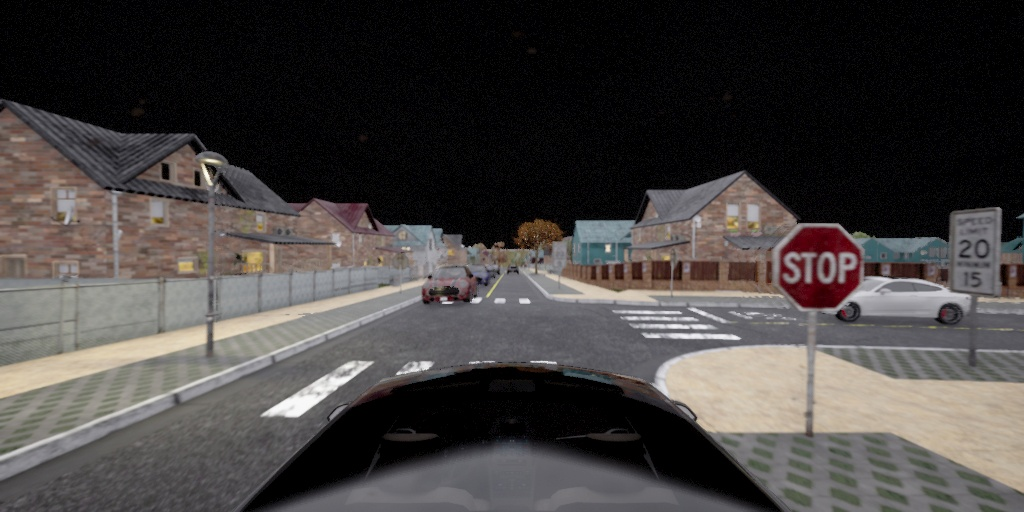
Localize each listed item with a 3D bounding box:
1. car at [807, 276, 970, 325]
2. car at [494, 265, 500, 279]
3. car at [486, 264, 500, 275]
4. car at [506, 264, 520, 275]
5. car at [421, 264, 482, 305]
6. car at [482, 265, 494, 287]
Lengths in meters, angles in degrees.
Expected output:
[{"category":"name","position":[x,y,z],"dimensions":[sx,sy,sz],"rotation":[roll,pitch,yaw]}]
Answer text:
[{"category":"car","position":[12.591,1.426,12.282],"dimensions":[4.674,1.442,1.812],"rotation":[0,1,8]},{"category":"car","position":[-2.811,1.884,42.142],"dimensions":[2.033,1.411,5.357],"rotation":[0,-1,0]},{"category":"car","position":[-2.761,2.020,53.268],"dimensions":[1.882,1.535,5.008],"rotation":[0,-1,1]},{"category":"car","position":[0.140,2.083,55.117],"dimensions":[1.837,1.490,4.892],"rotation":[0,-1,0]},{"category":"car","position":[-2.867,1.268,17.250],"dimensions":[2.097,1.767,4.553],"rotation":[-2,-2,0]},{"category":"car","position":[-2.827,1.467,28.688],"dimensions":[2.097,1.767,4.553],"rotation":[0,-1,0]}]
